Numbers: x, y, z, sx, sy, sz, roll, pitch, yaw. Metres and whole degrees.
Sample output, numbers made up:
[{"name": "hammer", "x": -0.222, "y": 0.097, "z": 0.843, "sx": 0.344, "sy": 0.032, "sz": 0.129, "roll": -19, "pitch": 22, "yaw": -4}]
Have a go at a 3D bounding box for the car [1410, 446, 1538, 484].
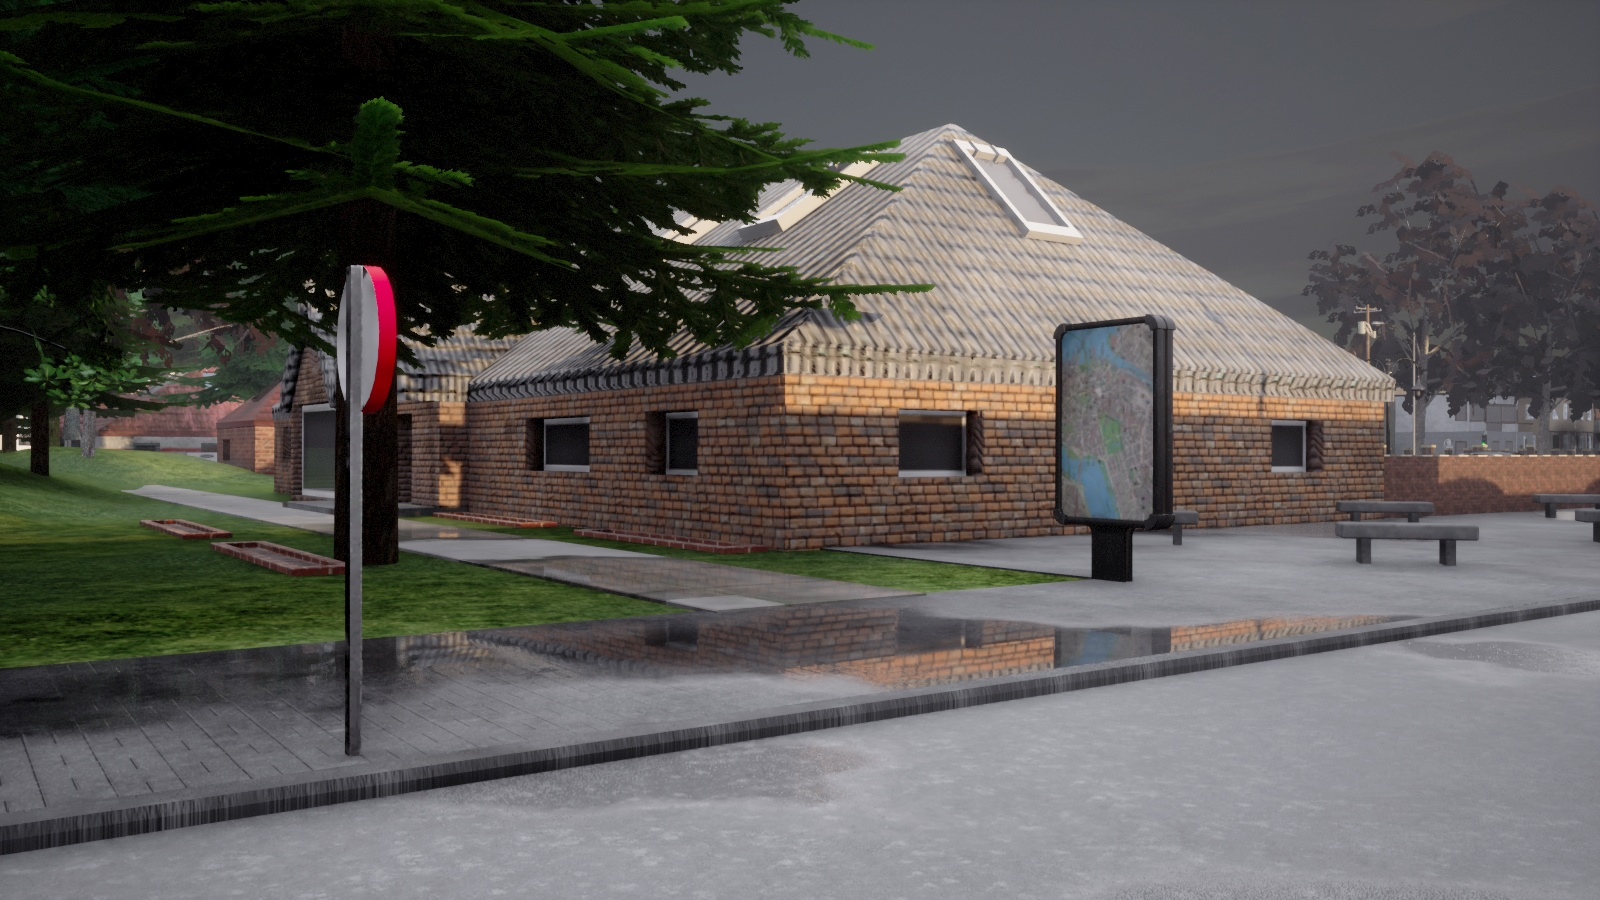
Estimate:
[{"name": "car", "x": 30.707, "y": 0.664, "z": 57.341, "sx": 2.242, "sy": 1.667, "sz": 4.611, "roll": 0, "pitch": 0, "yaw": -37}]
